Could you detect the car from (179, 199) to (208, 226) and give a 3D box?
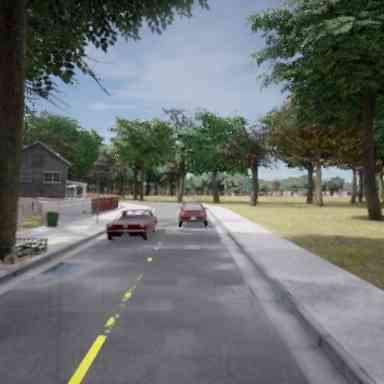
[{"bbox_3d":[0.086,1.436,22.672,1.812,1.442,4.674,0,0,0],"label":"car"}]

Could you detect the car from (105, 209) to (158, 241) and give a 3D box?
[{"bbox_3d":[-2.836,1.535,16.449,1.895,1.301,4.718,0,0,0],"label":"car"}]
